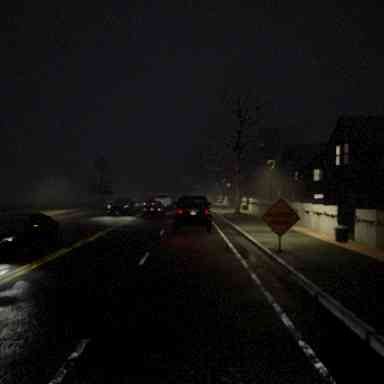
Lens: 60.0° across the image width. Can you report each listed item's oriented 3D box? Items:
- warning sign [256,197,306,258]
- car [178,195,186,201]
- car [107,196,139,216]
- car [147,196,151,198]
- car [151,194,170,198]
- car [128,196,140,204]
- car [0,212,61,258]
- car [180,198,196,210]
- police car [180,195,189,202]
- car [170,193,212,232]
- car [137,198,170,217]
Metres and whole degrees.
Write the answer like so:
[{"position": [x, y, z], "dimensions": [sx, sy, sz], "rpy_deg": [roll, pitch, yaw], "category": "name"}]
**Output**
[{"position": [2.896, 1.116, 10.925], "dimensions": [1.300, 1.860, 1.060], "rpy_deg": [1, 1, 0], "category": "warning sign"}, {"position": [-2.752, 1.588, 91.363], "dimensions": [1.812, 1.442, 4.674], "rpy_deg": [0, 0, -5], "category": "car"}, {"position": [-6.796, 1.342, 32.306], "dimensions": [2.097, 1.767, 4.553], "rpy_deg": [0, 0, -1], "category": "car"}, {"position": [-8.361, 1.570, 66.828], "dimensions": [1.994, 1.385, 4.181], "rpy_deg": [0, 0, -3], "category": "car"}, {"position": [-3.931, 1.225, 45.645], "dimensions": [2.150, 2.045, 5.566], "rpy_deg": [0, 0, -2], "category": "car"}, {"position": [-11.596, 1.534, 66.574], "dimensions": [1.812, 1.442, 4.674], "rpy_deg": [0, 0, -3], "category": "car"}, {"position": [-6.597, 1.511, 12.745], "dimensions": [1.812, 1.442, 4.674], "rpy_deg": [0, 0, 0], "category": "car"}, {"position": [-0.582, 1.568, 43.869], "dimensions": [1.994, 1.385, 4.181], "rpy_deg": [0, 0, -2], "category": "car"}, {"position": [-1.906, 1.472, 81.442], "dimensions": [1.930, 1.638, 5.238], "rpy_deg": [0, 0, -5], "category": "police car"}, {"position": [0.035, 1.218, 20.269], "dimensions": [2.150, 2.045, 5.566], "rpy_deg": [0, 0, -1], "category": "car"}, {"position": [-3.448, 1.542, 30.808], "dimensions": [2.033, 1.411, 5.357], "rpy_deg": [0, 0, -1], "category": "car"}]
